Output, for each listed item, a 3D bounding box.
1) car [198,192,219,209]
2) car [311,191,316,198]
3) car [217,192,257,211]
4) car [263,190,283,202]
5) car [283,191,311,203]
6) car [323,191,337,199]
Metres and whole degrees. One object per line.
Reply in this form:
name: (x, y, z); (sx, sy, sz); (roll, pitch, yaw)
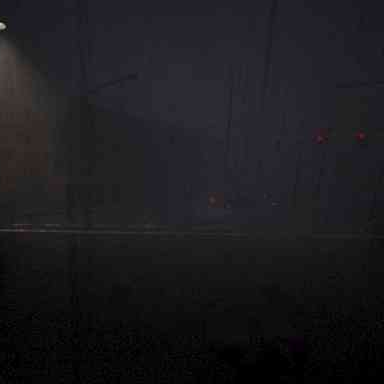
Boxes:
car: (2.649, 0.848, 36.546); (2.097, 1.767, 4.553); (1, 2, 36)
car: (22.023, 0.492, 63.411); (1.895, 1.301, 4.718); (2, 1, 36)
car: (4.946, 1.077, 33.749); (2.128, 1.511, 4.902); (2, 2, 36)
car: (12.358, 0.489, 50.065); (2.097, 1.767, 4.553); (2, 2, 36)
car: (15.157, 0.780, 47.974); (1.994, 1.385, 4.181); (2, 2, 36)
car: (26.374, 0.492, 63.463); (1.837, 1.490, 4.892); (2, 1, 36)
